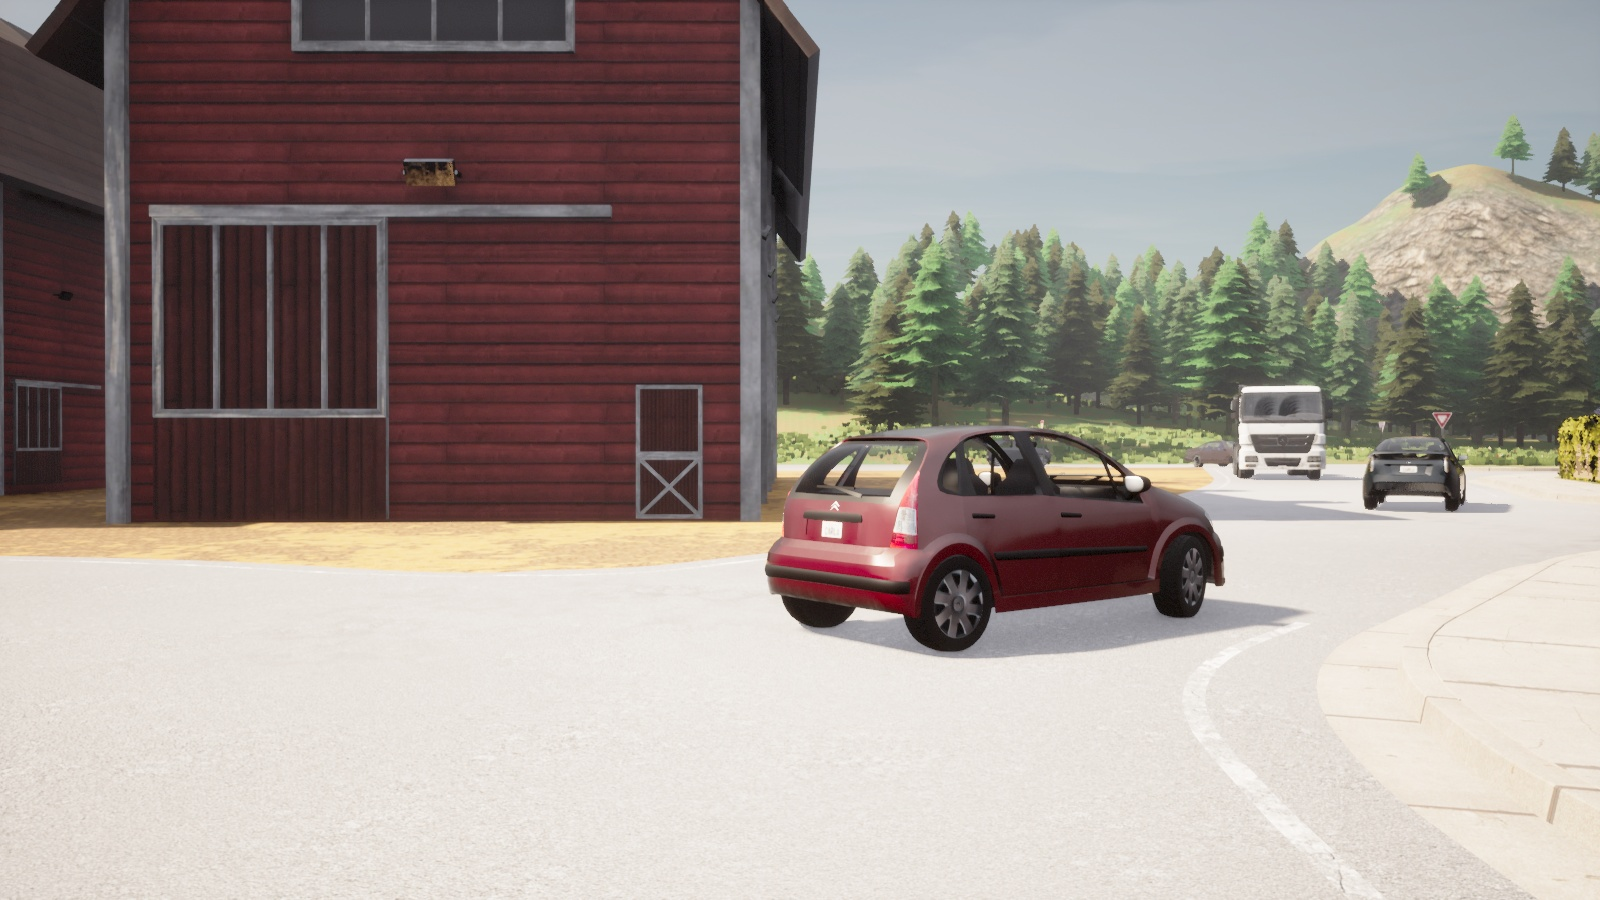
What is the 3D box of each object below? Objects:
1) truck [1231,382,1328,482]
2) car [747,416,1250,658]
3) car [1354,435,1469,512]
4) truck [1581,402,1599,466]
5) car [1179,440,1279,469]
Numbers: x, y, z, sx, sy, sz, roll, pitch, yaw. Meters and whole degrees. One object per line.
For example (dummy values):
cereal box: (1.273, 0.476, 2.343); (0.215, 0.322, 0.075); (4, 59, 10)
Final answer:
truck: (17.983, -0.667, 47.526); (2.891, 3.462, 7.936); (0, 1, 17)
car: (1.731, 0.562, 10.347); (3.988, 1.617, 1.851); (-1, 1, -37)
car: (13.387, 0.449, 27.337); (2.007, 1.525, 4.514); (0, 1, 29)
truck: (51.624, -0.941, 74.682); (8.468, 3.827, 2.891); (0, 0, 0)
car: (22.188, 0.236, 65.155); (2.033, 1.411, 5.357); (0, 0, -19)
